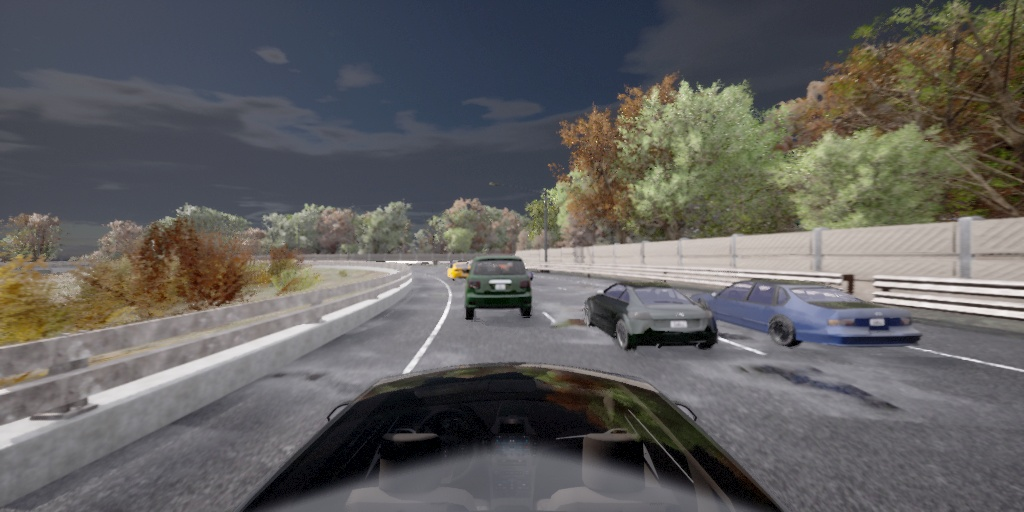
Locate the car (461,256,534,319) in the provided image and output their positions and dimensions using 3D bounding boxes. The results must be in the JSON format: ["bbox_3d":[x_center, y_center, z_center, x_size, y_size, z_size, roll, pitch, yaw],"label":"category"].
[{"bbox_3d":[-0.639,1.027,13.316,2.150,2.045,5.566,0,0,-6],"label":"car"}]

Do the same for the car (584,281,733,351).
[{"bbox_3d":[3.203,1.331,9.110,1.994,1.385,4.181,0,0,-3],"label":"car"}]

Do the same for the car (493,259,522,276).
[{"bbox_3d":[-0.592,1.286,41.648,2.097,1.767,4.553,0,0,-20],"label":"car"}]

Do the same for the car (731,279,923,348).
[{"bbox_3d":[6.707,1.297,9.217,2.033,1.411,5.357,0,0,-3],"label":"car"}]

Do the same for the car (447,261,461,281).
[{"bbox_3d":[-4.669,1.390,32.298,1.882,1.535,5.008,0,0,-16],"label":"car"}]

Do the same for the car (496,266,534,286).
[{"bbox_3d":[0.138,1.470,28.157,1.895,1.301,4.718,0,0,-14],"label":"car"}]
